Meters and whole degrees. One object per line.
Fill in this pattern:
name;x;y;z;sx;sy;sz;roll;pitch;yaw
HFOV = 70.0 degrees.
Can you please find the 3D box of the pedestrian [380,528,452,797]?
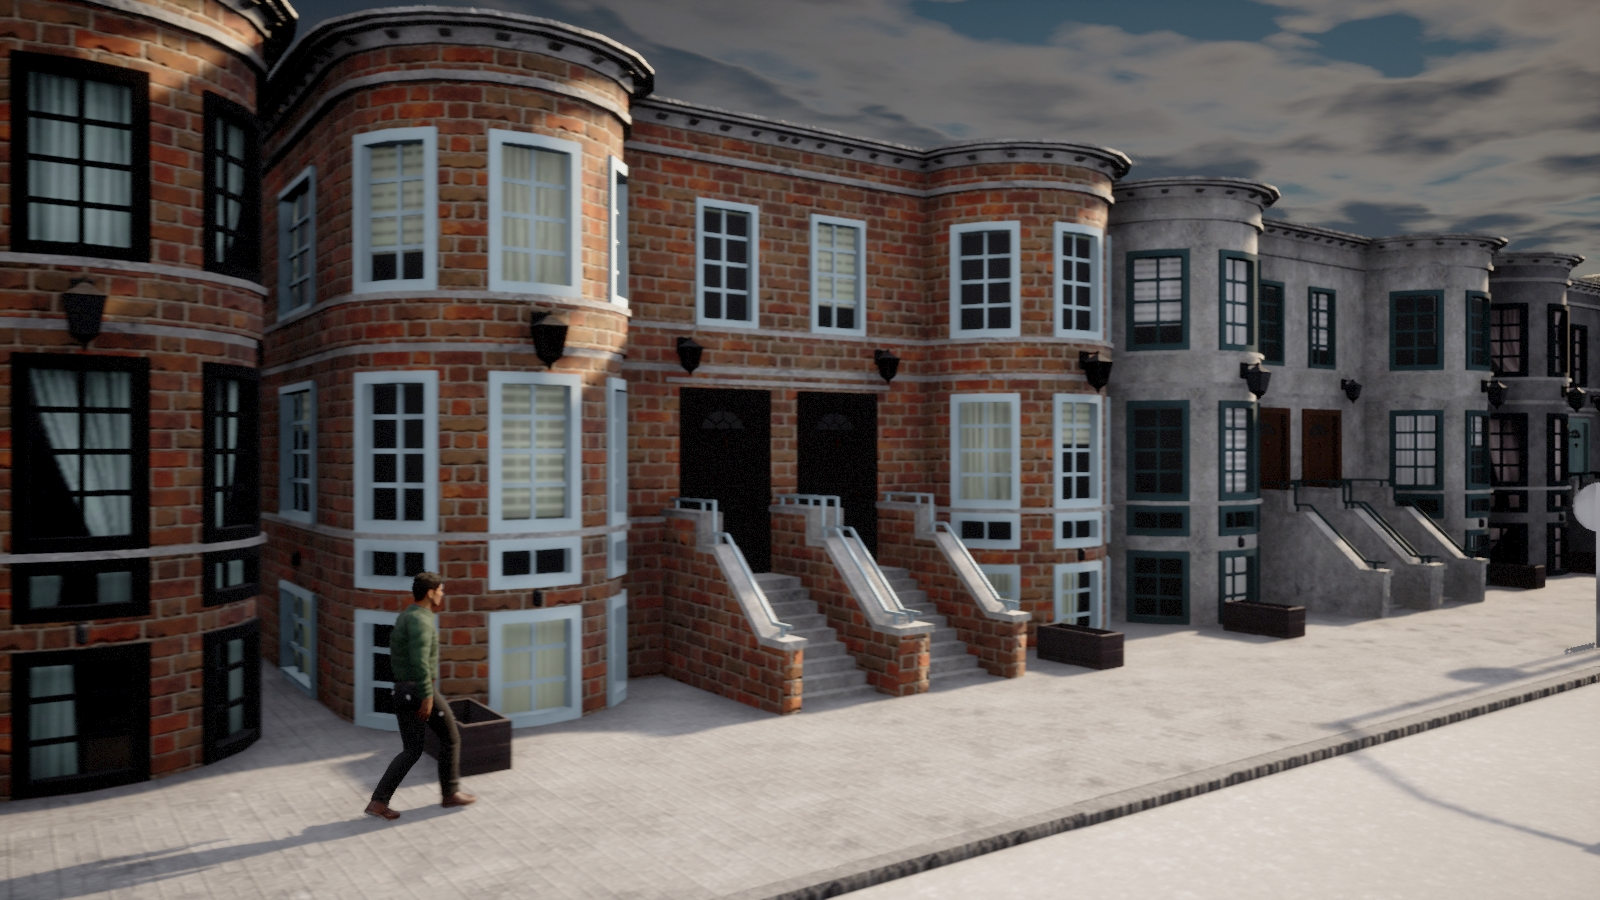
pedestrian;-2.804;1.521;8.335;0.375;1.860;0.375;0;0;-42
